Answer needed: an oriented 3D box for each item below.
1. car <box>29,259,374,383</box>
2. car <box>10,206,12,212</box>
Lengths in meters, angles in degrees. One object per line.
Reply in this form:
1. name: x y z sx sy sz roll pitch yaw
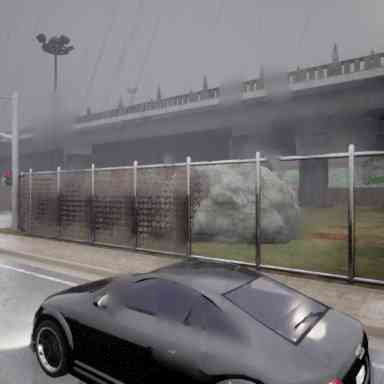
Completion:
1. car: -0.146 1.564 4.094 4.181 1.385 1.994 0 0 36
2. car: -15.512 1.272 34.198 2.150 2.045 5.566 0 0 35
